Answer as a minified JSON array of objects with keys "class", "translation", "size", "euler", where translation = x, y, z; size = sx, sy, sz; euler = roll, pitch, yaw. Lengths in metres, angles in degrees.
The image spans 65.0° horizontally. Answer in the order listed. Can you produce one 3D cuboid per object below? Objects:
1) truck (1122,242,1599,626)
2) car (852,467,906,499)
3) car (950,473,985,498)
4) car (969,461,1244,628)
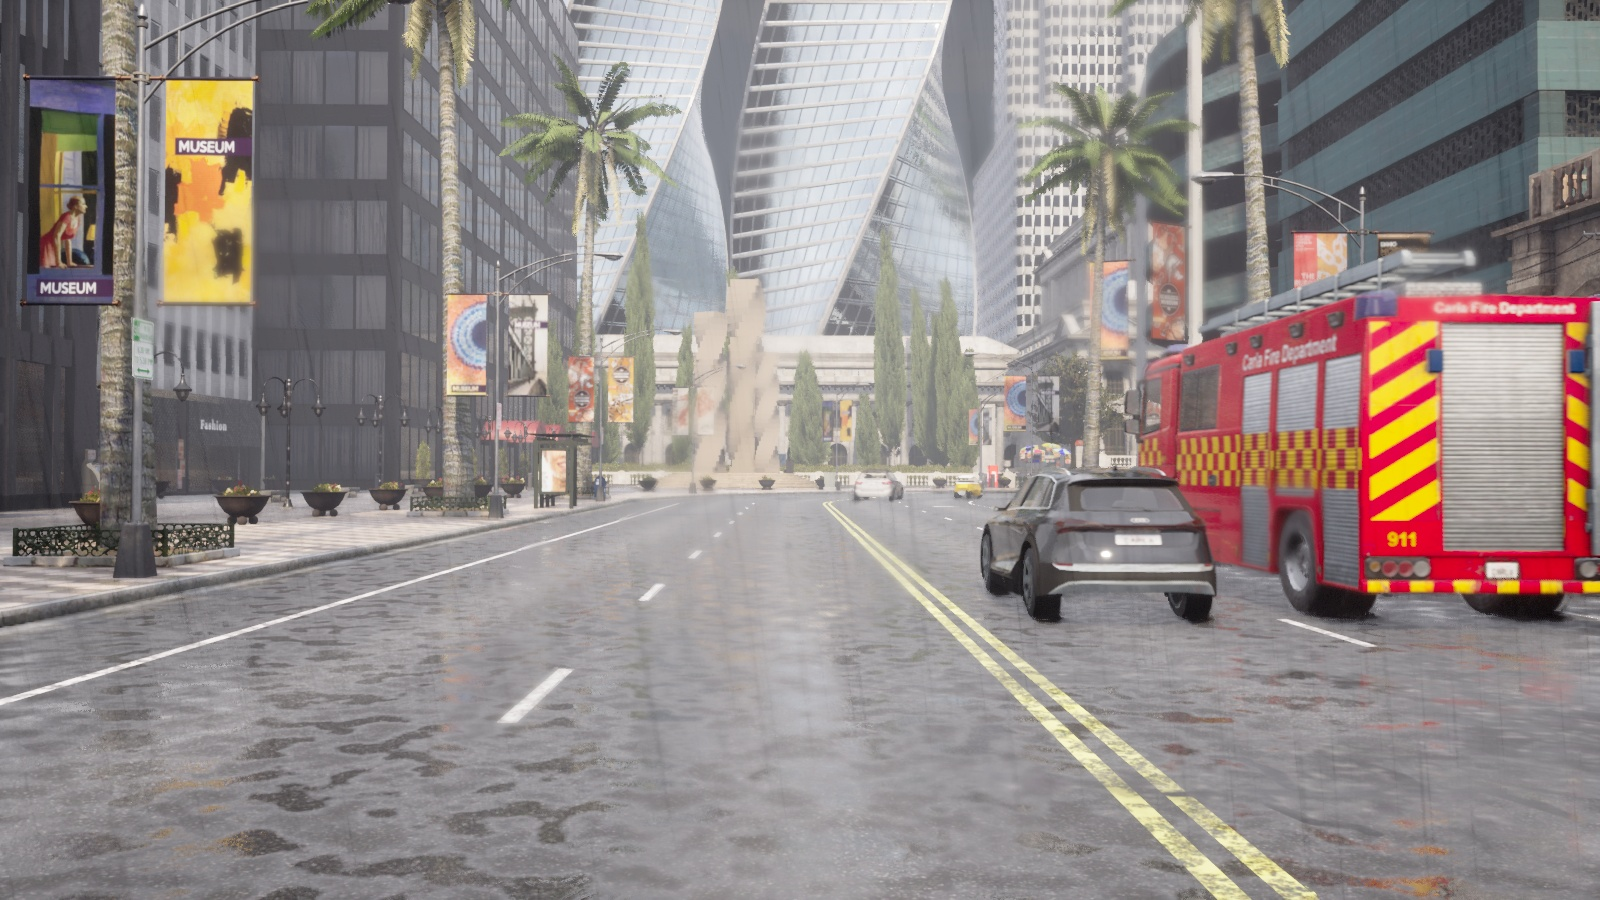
[{"class":"truck","translation":[6.868,-0.097,16.754],"size":[2.891,3.827,8.468],"euler":[0,-1,0]},{"class":"car","translation":[4.363,1.792,68.689],"size":[2.242,1.667,4.611],"euler":[-1,-1,13]},{"class":"car","translation":[9.790,2.057,73.237],"size":[1.481,1.376,2.207],"euler":[-1,-1,24]},{"class":"car","translation":[3.387,0.982,14.958],"size":[2.033,1.649,4.856],"euler":[0,-1,0]}]
